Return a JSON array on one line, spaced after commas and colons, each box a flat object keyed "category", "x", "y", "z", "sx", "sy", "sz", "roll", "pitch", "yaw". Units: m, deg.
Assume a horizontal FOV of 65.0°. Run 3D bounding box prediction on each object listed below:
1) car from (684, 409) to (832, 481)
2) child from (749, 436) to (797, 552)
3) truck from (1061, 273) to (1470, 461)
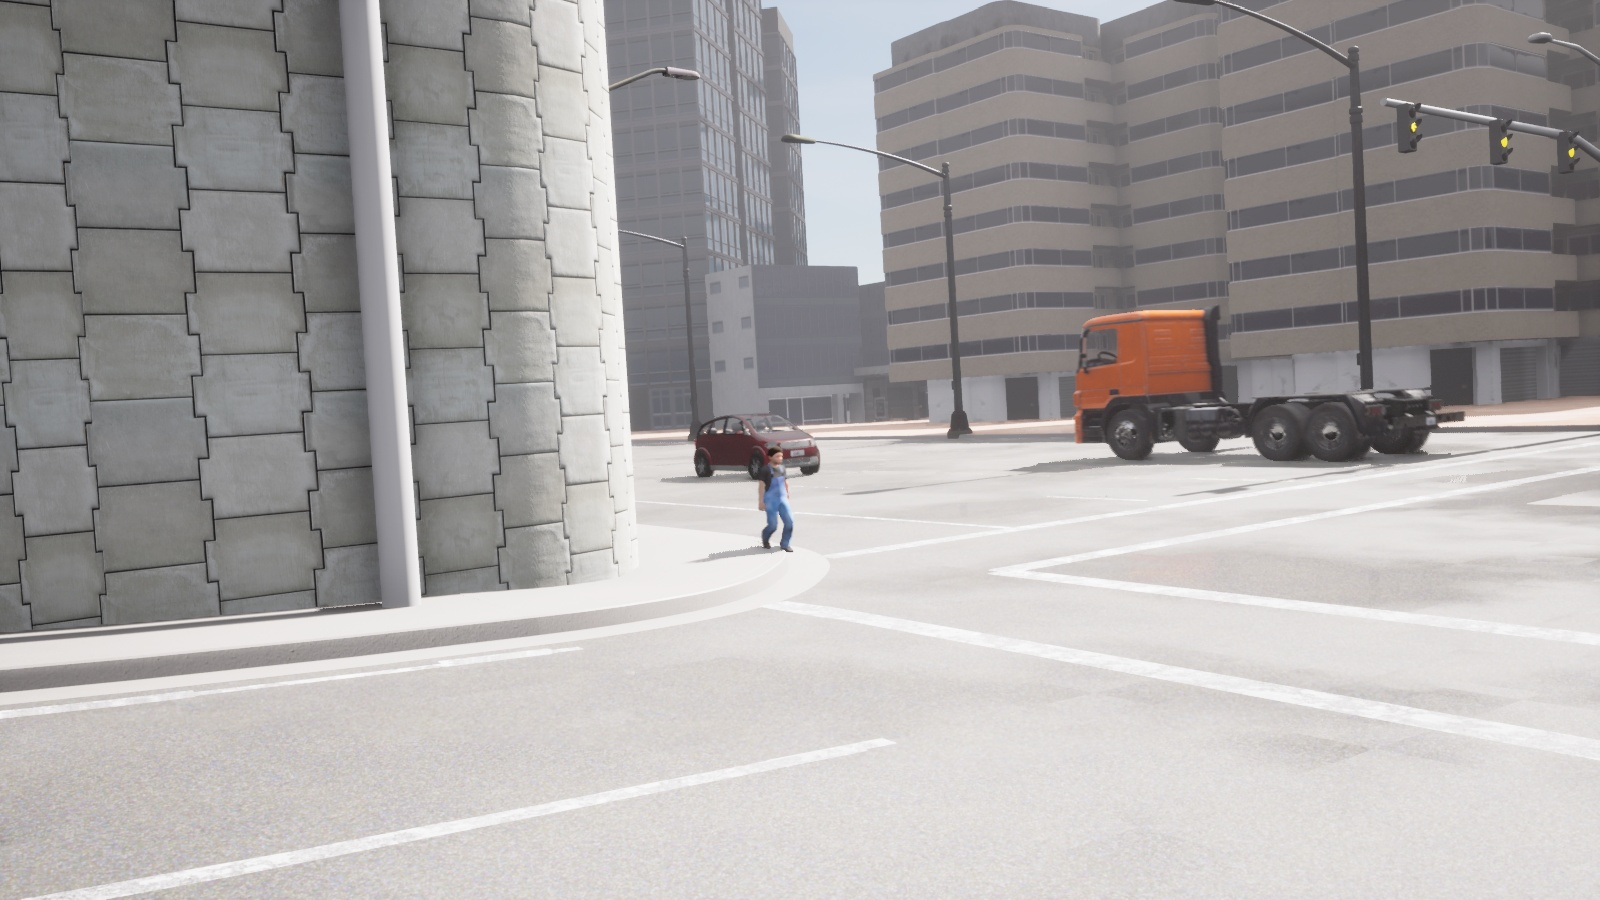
[{"category": "car", "x": -1.080, "y": -0.113, "z": 30.693, "sx": 1.789, "sy": 1.549, "sz": 3.705, "roll": -5, "pitch": 3, "yaw": -35}, {"category": "child", "x": -0.304, "y": 0.482, "z": 14.046, "sx": 0.270, "sy": 1.263, "sz": 0.437, "roll": -5, "pitch": 3, "yaw": -34}, {"category": "truck", "x": 9.710, "y": -1.616, "z": 27.229, "sx": 2.891, "sy": 3.462, "sz": 7.936, "roll": -5, "pitch": 3, "yaw": -35}]
